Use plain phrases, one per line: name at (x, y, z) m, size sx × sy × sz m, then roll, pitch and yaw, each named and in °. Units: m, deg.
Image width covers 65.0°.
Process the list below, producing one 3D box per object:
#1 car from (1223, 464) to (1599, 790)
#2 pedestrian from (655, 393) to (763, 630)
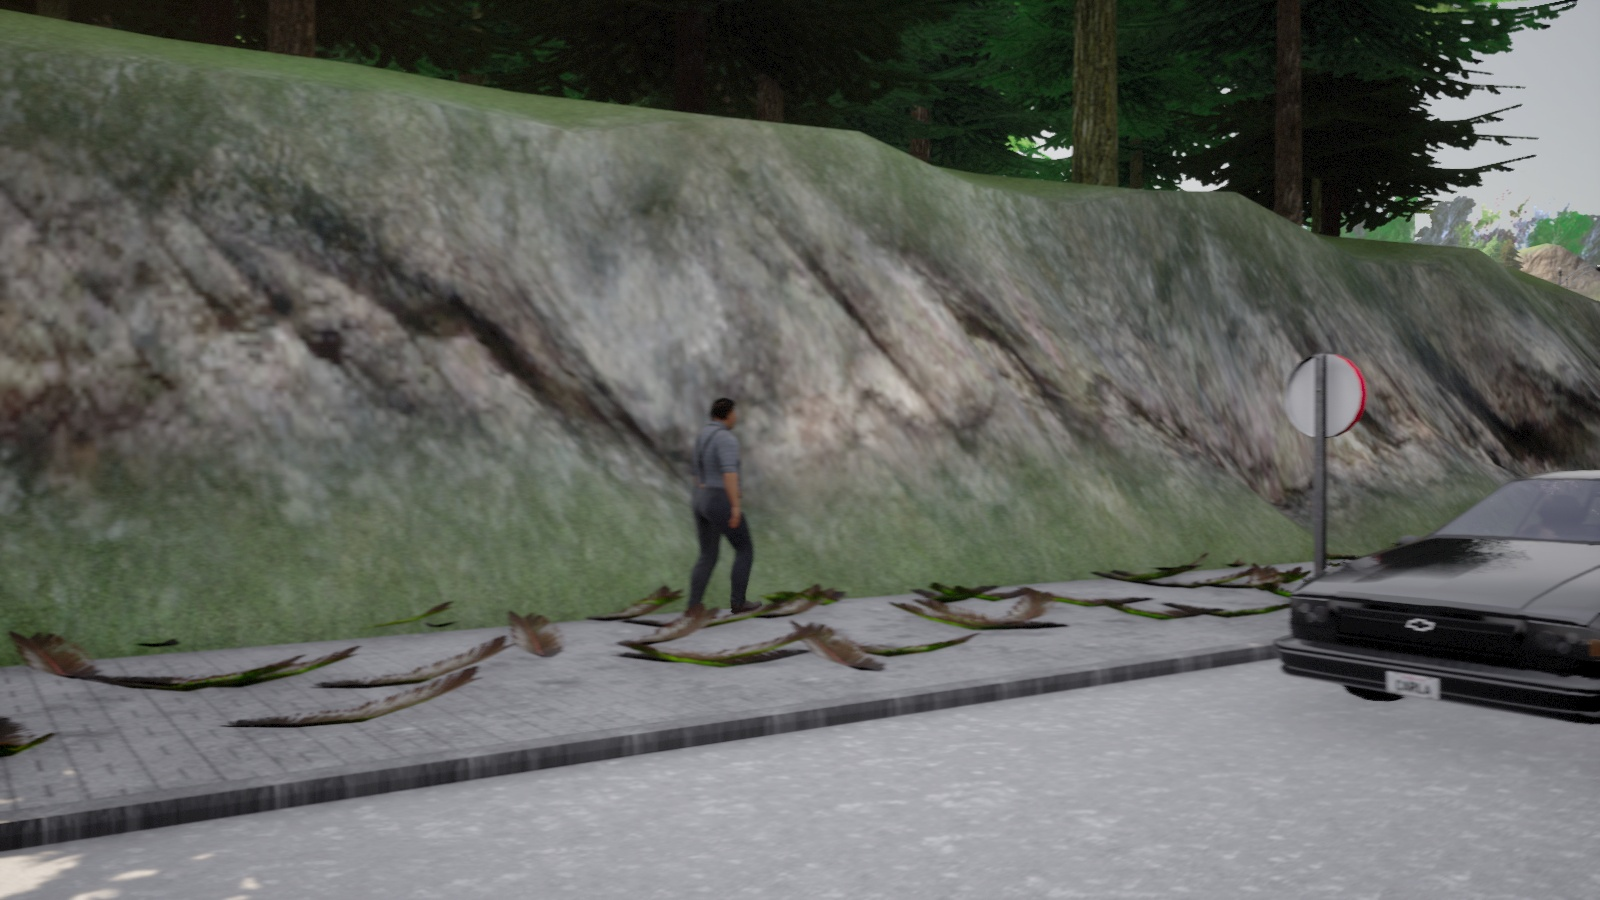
car at (5.207, 0.809, 7.893) m, size 5.357 × 1.411 × 2.033 m, roll 0°, pitch 0°, yaw -35°
pedestrian at (-0.741, 0.480, 10.221) m, size 0.694 × 1.848 × 0.540 m, roll 0°, pitch 0°, yaw -35°
